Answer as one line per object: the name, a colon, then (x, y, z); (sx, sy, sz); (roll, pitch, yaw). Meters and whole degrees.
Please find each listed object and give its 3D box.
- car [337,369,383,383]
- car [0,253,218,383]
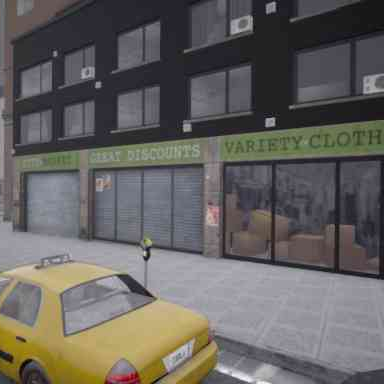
car: (2.689, 1.551, 1.177); (4.403, 1.369, 2.008); (0, 1, 35)
car: (-2.003, 1.524, 4.510); (4.829, 1.417, 1.752); (0, 1, 35)
